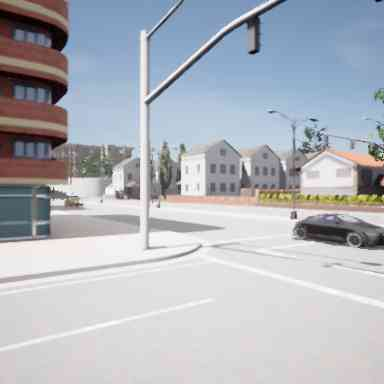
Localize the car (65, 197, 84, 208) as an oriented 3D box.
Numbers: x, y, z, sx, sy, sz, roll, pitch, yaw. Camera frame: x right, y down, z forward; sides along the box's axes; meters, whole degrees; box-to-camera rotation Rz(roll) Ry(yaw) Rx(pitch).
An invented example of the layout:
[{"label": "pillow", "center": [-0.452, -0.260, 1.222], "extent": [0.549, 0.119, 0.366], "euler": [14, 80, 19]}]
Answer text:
[{"label": "car", "center": [-17.966, 1.562, 50.701], "extent": [1.882, 1.535, 5.008], "euler": [0, 1, -35]}]

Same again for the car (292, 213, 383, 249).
[{"label": "car", "center": [6.616, 1.659, 14.938], "extent": [1.994, 1.385, 4.181], "euler": [0, 1, -35]}]
